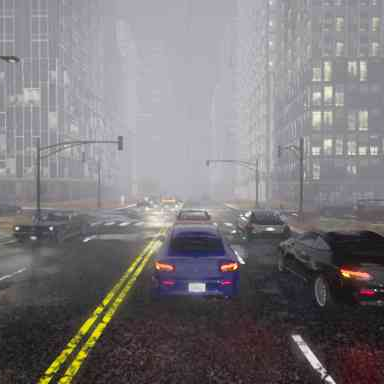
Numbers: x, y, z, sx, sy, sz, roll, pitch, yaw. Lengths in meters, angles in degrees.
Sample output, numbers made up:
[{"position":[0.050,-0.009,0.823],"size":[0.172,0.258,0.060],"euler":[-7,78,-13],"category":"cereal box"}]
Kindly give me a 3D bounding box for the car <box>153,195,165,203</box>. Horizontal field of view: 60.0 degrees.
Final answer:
[{"position":[-6.666,1.448,66.937],"size":[1.837,1.490,4.892],"euler":[0,0,0],"category":"car"}]

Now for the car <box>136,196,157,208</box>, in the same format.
[{"position":[-6.699,1.513,47.845],"size":[2.033,1.411,5.357],"euler":[0,0,0],"category":"car"}]

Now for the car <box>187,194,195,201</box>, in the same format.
[{"position":[-0.168,1.514,79.142],"size":[1.895,1.301,4.718],"euler":[0,0,0],"category":"car"}]

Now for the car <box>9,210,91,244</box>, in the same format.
[{"position":[-6.511,1.592,15.967],"size":[1.895,1.301,4.718],"euler":[0,0,1],"category":"car"}]

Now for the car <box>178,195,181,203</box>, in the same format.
[{"position":[-3.452,1.554,58.624],"size":[1.895,1.301,4.718],"euler":[0,0,0],"category":"car"}]

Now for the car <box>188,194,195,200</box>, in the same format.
[{"position":[-0.190,1.267,89.114],"size":[1.812,1.442,4.674],"euler":[0,0,0],"category":"car"}]

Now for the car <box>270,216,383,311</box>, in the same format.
[{"position":[3.336,1.522,7.621],"size":[1.812,1.442,4.674],"euler":[0,0,0],"category":"car"}]

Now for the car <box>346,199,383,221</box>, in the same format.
[{"position":[16.143,1.519,27.942],"size":[5.009,1.841,2.192],"euler":[1,0,1],"category":"car"}]

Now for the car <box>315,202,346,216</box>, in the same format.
[{"position":[15.030,1.702,33.729],"size":[4.718,1.301,1.895],"euler":[0,1,1],"category":"car"}]

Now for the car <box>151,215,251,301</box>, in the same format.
[{"position":[0.084,1.522,8.184],"size":[1.812,1.442,4.674],"euler":[0,0,0],"category":"car"}]

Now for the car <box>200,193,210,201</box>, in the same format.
[{"position":[3.084,1.143,78.733],"size":[2.150,2.045,5.566],"euler":[0,0,0],"category":"car"}]

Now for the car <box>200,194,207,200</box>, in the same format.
[{"position":[3.061,1.337,89.151],"size":[1.895,1.301,4.718],"euler":[0,0,0],"category":"car"}]

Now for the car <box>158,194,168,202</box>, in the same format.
[{"position":[-6.664,1.285,76.862],"size":[2.097,1.767,4.553],"euler":[0,0,0],"category":"car"}]

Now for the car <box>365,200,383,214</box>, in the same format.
[{"position":[21.734,1.643,36.240],"size":[4.829,1.417,1.752],"euler":[1,0,1],"category":"car"}]

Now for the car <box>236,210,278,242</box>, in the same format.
[{"position":[3.320,1.555,16.190],"size":[1.994,1.385,4.181],"euler":[0,0,-1],"category":"car"}]

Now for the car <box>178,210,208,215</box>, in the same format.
[{"position":[0.066,1.591,17.350],"size":[1.895,1.301,4.718],"euler":[0,0,0],"category":"car"}]

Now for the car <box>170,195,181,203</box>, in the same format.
[{"position":[-3.398,1.418,69.151],"size":[1.882,1.535,5.008],"euler":[0,0,0],"category":"car"}]

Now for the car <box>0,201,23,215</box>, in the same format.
[{"position":[-18.794,1.398,31.029],"size":[5.357,1.411,2.033],"euler":[1,1,1],"category":"car"}]

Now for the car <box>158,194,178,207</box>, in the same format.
[{"position":[-3.447,1.442,49.245],"size":[1.882,1.535,5.008],"euler":[0,0,0],"category":"car"}]

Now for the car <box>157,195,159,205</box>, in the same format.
[{"position":[-6.703,1.460,57.583],"size":[1.837,1.490,4.892],"euler":[0,0,0],"category":"car"}]
